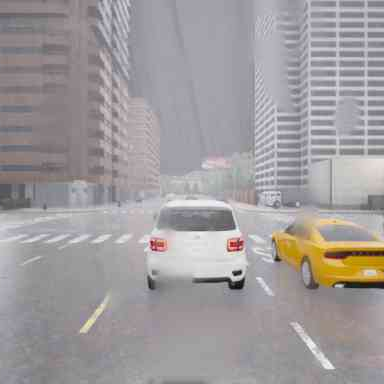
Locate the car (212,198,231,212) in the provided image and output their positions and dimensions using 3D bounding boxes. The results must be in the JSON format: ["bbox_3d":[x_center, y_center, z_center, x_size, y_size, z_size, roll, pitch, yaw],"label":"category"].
[{"bbox_3d":[3.441,1.526,39.275,1.812,1.442,4.674,0,0,0],"label":"car"}]

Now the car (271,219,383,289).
[{"bbox_3d":[3.583,1.478,9.177,1.882,1.535,5.008,0,0,0],"label":"car"}]

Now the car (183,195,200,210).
[{"bbox_3d":[-0.086,1.352,43.957,2.097,1.767,4.553,0,0,0],"label":"car"}]

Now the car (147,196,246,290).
[{"bbox_3d":[0.072,1.221,9.226,2.150,2.045,5.566,0,0,-1],"label":"car"}]
